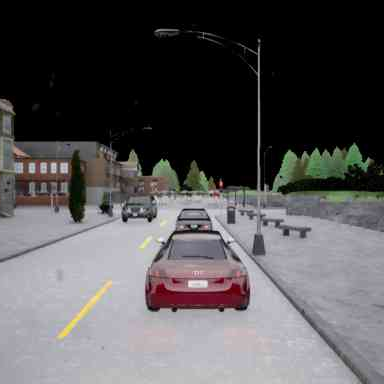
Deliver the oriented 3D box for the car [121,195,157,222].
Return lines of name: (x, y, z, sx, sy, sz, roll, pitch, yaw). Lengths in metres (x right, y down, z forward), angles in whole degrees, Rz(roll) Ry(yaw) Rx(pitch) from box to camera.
car: (-4.025, 1.243, 26.304, 2.150, 2.045, 5.566, 0, 0, 0)

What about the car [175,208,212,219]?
car: (0.084, 1.547, 17.013, 2.033, 1.411, 5.357, 0, 0, 0)

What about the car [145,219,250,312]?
car: (0.095, 1.564, 7.777, 1.994, 1.385, 4.181, 0, 0, 0)
